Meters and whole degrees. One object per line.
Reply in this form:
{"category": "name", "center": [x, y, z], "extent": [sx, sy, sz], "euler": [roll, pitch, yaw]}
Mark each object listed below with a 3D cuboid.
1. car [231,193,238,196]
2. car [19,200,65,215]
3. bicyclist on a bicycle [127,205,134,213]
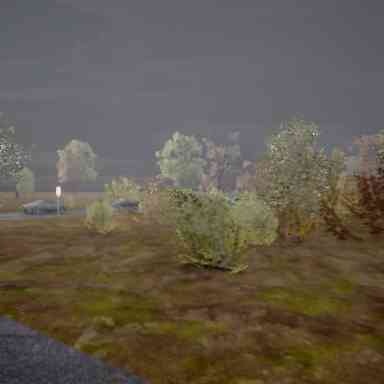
{"category": "car", "center": [6.620, 1.147, 55.310], "extent": [2.150, 2.045, 5.566], "euler": [0, 0, 40]}
{"category": "car", "center": [-14.829, 1.447, 33.104], "extent": [1.994, 1.385, 4.181], "euler": [0, 0, 37]}
{"category": "bicyclist on a bicycle", "center": [-6.500, 1.369, 33.774], "extent": [1.656, 1.620, 0.582], "euler": [0, 0, 37]}
